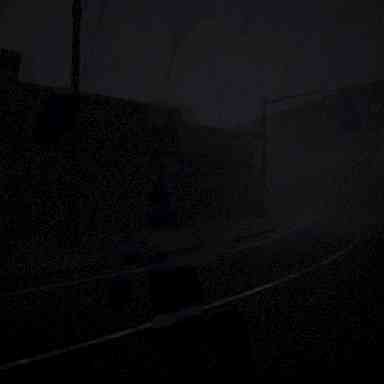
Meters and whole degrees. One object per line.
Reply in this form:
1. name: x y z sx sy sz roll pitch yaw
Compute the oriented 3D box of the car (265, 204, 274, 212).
1. car: 11.556 2.568 54.867 1.994 1.385 4.181 2 -2 -23
